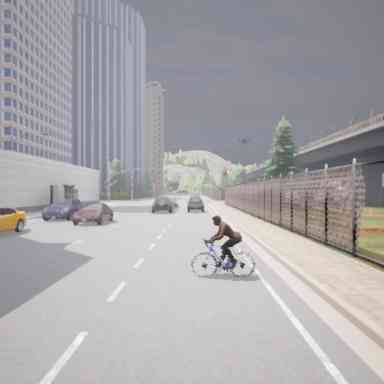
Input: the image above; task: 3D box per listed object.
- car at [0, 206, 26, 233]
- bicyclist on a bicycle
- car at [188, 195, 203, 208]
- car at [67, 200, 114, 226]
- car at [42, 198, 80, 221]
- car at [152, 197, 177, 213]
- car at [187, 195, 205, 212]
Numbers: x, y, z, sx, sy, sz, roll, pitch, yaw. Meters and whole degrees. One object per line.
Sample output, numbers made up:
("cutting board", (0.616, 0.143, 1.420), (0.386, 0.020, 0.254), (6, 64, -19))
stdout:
("car", (-10.458, 1.472, 17.072), (1.882, 1.535, 5.008), (0, 0, 0))
("bicyclist on a bicycle", (0.805, 1.435, 8.603), (1.656, 1.620, 0.582), (0, 0, 0))
("car", (0.517, 1.337, 49.419), (2.097, 1.767, 4.553), (0, 0, 1))
("car", (-6.839, 1.518, 23.496), (1.812, 1.442, 4.674), (0, 0, 1))
("car", (-10.354, 1.344, 27.159), (2.097, 1.767, 4.553), (0, 0, 1))
("car", (-3.121, 1.341, 36.711), (2.097, 1.767, 4.553), (0, 0, 1))
("car", (0.422, 1.481, 38.115), (2.128, 1.511, 4.902), (0, 0, 0))
